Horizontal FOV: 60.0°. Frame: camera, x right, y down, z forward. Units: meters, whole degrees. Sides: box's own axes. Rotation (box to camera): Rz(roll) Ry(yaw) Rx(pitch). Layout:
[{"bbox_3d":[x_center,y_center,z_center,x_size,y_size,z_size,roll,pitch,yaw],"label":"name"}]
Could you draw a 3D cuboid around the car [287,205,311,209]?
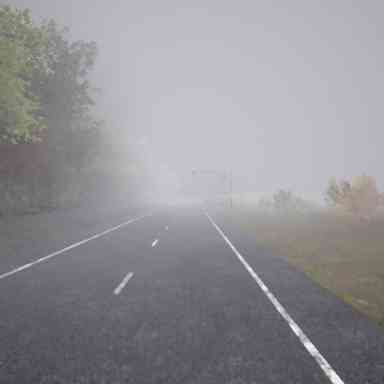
[{"bbox_3d":[18.317,2.234,58.410,4.892,1.490,1.837,1,-1,0],"label":"car"}]
